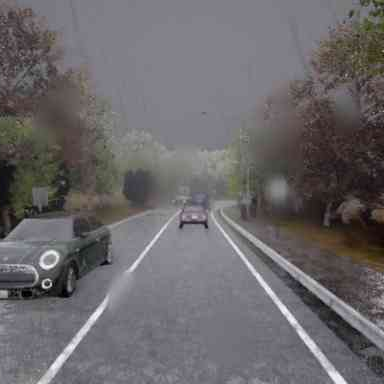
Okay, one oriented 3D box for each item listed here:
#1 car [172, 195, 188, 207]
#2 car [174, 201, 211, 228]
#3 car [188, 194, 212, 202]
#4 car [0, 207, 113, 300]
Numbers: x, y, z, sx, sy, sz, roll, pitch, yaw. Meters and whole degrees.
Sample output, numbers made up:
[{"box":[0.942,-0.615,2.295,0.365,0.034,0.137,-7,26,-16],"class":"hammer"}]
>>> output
[{"box":[-1.491,1.307,49.243,2.097,1.767,4.553,1,0,10],"class":"car"},{"box":[0.113,1.535,22.287,2.033,1.411,5.357,0,0,0],"class":"car"},{"box":[1.293,1.220,43.185,2.150,2.045,5.566,1,0,7],"class":"car"},{"box":[-3.580,1.347,8.579,2.097,1.767,4.553,0,0,2],"class":"car"}]
